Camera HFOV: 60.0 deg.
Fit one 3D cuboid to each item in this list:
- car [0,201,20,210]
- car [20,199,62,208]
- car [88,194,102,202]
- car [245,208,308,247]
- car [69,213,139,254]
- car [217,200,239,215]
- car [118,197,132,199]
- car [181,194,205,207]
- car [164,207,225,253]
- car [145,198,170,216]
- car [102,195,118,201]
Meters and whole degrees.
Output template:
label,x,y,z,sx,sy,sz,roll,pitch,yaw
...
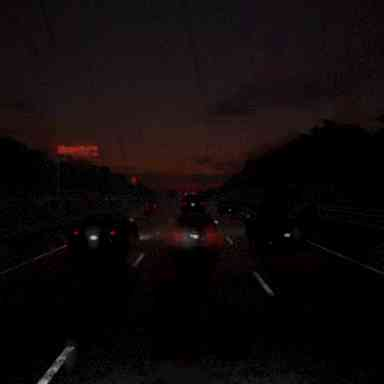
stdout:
label,x,y,z,sx,sy,sz,roll,pitch,yaw
car,-17.607,1.590,32.709,1.994,1.385,4.181,0,0,0
car,-14.107,1.502,32.079,1.882,1.535,5.008,0,0,0
car,-21.023,1.448,72.691,2.150,2.045,5.566,0,-1,0
car,3.589,1.474,14.969,1.882,1.535,5.008,0,0,0
car,-3.414,1.560,13.554,1.994,1.385,4.181,0,0,0
car,3.587,1.520,33.737,2.128,1.511,4.902,0,0,0
car,-14.023,1.748,72.719,2.128,1.511,4.902,0,-1,0
car,0.088,1.248,32.788,2.150,2.045,5.566,0,0,0
car,0.092,1.543,13.581,2.033,1.411,5.357,0,0,0
car,-3.413,1.380,33.474,2.097,1.767,4.553,0,0,0
car,-17.523,1.548,73.166,2.097,1.767,4.553,0,-1,0
